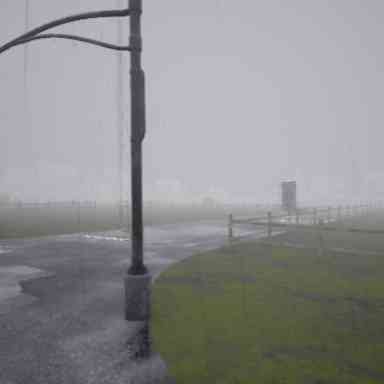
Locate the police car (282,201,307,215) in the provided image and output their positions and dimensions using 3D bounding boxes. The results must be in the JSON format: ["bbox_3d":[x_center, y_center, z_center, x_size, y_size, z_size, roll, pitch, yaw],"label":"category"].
[{"bbox_3d":[12.964,1.984,41.937,1.930,1.638,5.238,-1,-1,36],"label":"police car"}]
